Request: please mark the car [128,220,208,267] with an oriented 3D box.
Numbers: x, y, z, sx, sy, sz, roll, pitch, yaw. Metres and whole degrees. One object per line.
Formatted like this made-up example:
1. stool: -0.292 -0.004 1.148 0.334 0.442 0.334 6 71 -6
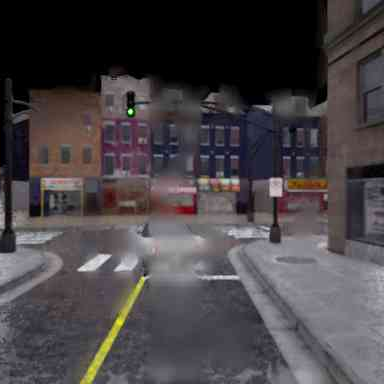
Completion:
1. car: -1.061 1.598 11.404 1.895 1.301 4.718 0 0 -17
